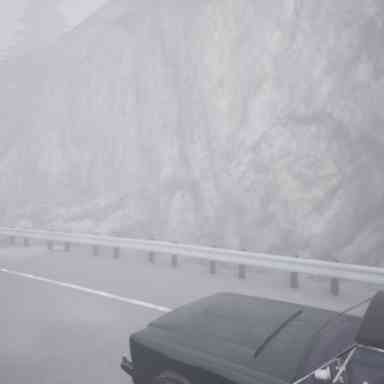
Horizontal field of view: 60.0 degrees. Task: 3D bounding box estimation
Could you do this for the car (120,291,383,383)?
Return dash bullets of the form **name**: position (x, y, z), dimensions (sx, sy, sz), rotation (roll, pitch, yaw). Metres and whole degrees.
- **car**: position (1.623, 1.593, 2.749), dimensions (4.718, 1.301, 1.895), rotation (0, 0, 35)
